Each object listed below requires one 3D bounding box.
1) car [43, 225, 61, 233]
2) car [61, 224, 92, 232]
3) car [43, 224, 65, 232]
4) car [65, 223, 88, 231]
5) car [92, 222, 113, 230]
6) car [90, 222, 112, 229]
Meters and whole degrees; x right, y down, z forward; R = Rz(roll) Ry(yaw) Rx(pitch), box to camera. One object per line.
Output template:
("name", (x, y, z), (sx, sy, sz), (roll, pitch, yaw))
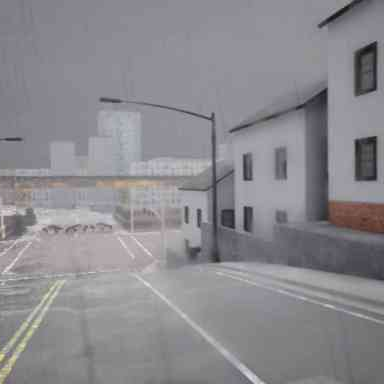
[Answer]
("car", (-29.932, 8.003, 72.240), (4.974, 1.542, 2.038), (0, 2, 26))
("car", (-25.535, 7.901, 73.613), (2.038, 1.542, 4.974), (0, 2, 36))
("car", (-29.981, 7.845, 72.258), (4.536, 1.218, 1.853), (0, 2, 26))
("car", (-25.506, 7.742, 73.650), (1.853, 1.218, 4.536), (0, 2, 36))
("car", (-20.643, 7.767, 75.954), (4.974, 1.542, 2.038), (-1, 2, 11))
("car", (-20.696, 7.610, 75.959), (4.536, 1.218, 1.853), (-1, 2, 11))
